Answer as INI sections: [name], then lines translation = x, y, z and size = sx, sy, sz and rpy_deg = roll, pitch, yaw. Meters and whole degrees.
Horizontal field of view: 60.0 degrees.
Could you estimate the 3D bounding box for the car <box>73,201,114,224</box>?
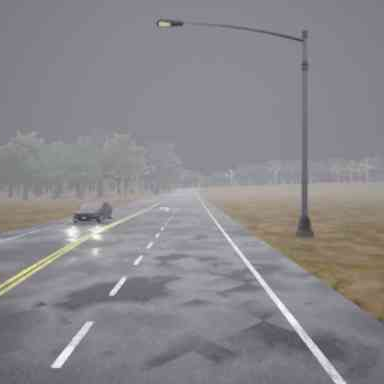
[car]
translation = -7.099, 1.396, 24.301
size = 1.882, 1.535, 5.008
rpy_deg = 0, 0, 0
